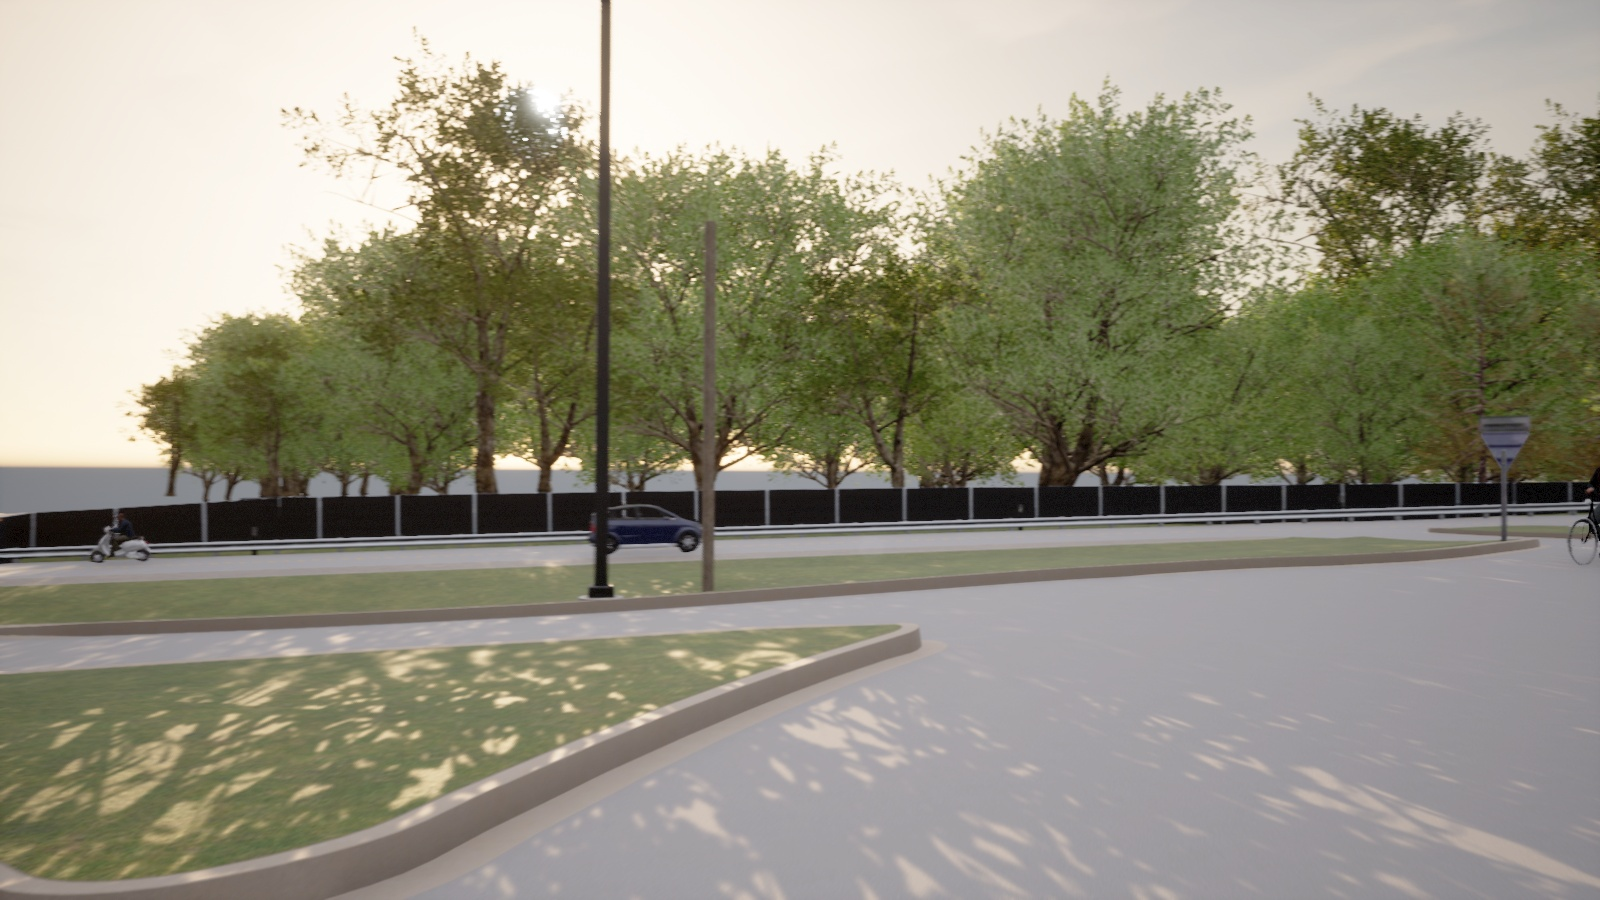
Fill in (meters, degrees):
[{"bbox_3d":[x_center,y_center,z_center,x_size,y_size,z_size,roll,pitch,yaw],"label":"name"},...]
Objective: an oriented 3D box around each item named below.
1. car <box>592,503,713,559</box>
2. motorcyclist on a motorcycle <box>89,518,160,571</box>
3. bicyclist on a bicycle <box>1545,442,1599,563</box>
[{"bbox_3d":[-4.737,2.553,40.058,3.705,1.549,1.789,-2,-1,-10],"label":"car"},{"bbox_3d":[-21.722,3.022,40.401,1.817,1.590,0.866,-2,0,-12],"label":"motorcyclist on a motorcycle"},{"bbox_3d":[12.233,0.769,19.101,1.843,1.776,0.659,-1,-1,-29],"label":"bicyclist on a bicycle"}]
